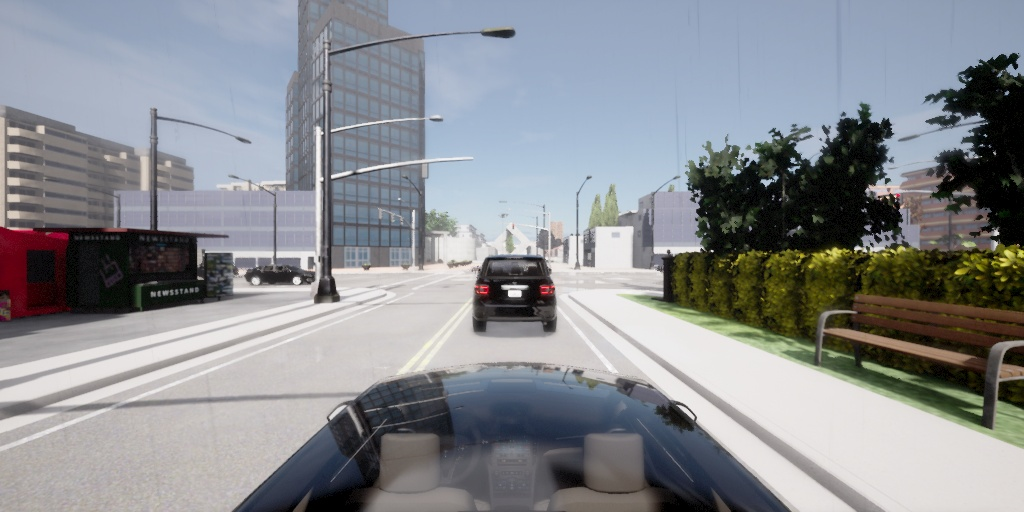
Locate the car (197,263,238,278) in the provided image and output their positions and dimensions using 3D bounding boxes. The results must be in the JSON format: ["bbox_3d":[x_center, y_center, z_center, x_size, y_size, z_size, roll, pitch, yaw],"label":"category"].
[{"bbox_3d":[-30.845,1.535,36.724,4.892,1.490,1.837,-1,0,0],"label":"car"}]

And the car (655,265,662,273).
[{"bbox_3d":[18.782,1.204,40.563,4.892,1.490,1.837,0,0,-1],"label":"car"}]

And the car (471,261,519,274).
[{"bbox_3d":[-1.880,1.309,40.420,5.357,1.411,2.033,0,0,0],"label":"car"}]

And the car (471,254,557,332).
[{"bbox_3d":[0.082,0.969,11.013,2.150,2.045,5.566,0,0,0],"label":"car"}]

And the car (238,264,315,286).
[{"bbox_3d":[-16.620,1.357,26.120,4.892,1.490,1.837,-1,0,0],"label":"car"}]
